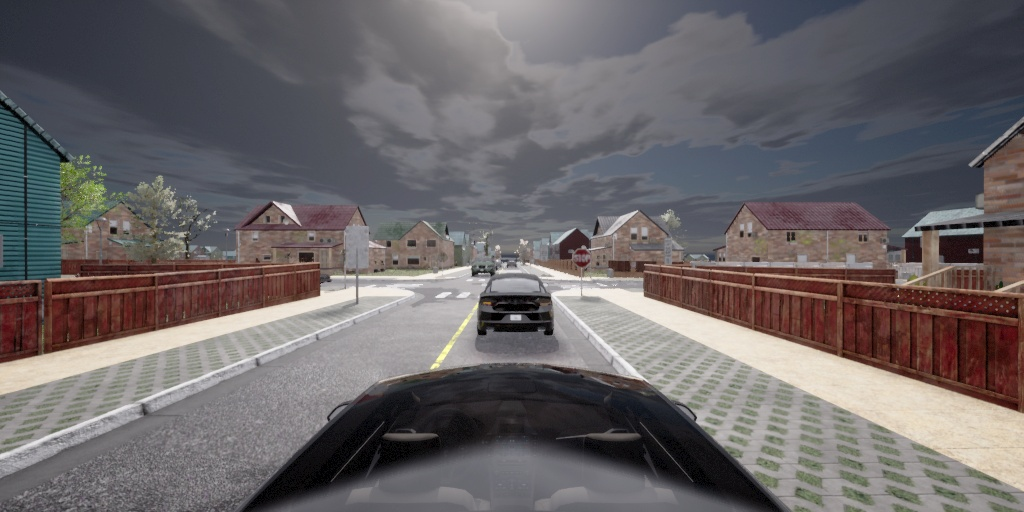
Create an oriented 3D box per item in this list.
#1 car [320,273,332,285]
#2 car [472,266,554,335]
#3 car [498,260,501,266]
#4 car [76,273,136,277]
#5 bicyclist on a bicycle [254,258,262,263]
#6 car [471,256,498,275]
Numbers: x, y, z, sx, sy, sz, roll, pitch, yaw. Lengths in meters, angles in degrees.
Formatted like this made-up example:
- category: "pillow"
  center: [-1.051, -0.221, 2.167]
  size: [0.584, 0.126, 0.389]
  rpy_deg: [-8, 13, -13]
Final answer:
- category: "car"
  center: [-14.431, 1.251, 22.721]
  size: [5.357, 1.411, 2.033]
  rpy_deg: [0, 0, 0]
- category: "car"
  center: [0.082, 1.228, 10.489]
  size: [1.882, 1.535, 5.008]
  rpy_deg: [0, 0, 0]
- category: "car"
  center: [-2.944, 1.365, 51.583]
  size: [1.837, 1.490, 4.892]
  rpy_deg: [0, -1, 0]
- category: "car"
  center: [-24.688, 1.219, 22.673]
  size: [4.181, 1.385, 1.994]
  rpy_deg: [0, 0, 0]
- category: "bicyclist on a bicycle"
  center: [-20.213, 0.956, 28.553]
  size: [0.582, 1.620, 1.656]
  rpy_deg: [0, 0, 0]
- category: "car"
  center: [-2.931, 1.018, 37.414]
  size: [2.150, 2.045, 5.566]
  rpy_deg: [0, 0, 0]
